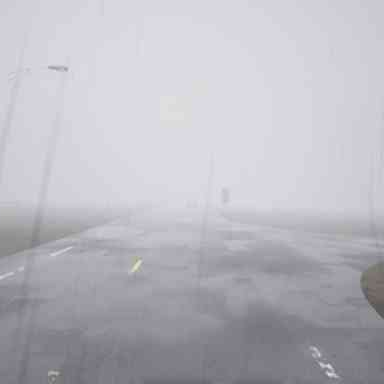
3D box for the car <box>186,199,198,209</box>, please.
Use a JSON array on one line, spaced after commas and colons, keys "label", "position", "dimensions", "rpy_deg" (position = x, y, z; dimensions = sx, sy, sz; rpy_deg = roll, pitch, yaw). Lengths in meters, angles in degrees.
[{"label": "car", "position": [0.001, 2.169, 56.927], "dimensions": [2.128, 1.511, 4.902], "rpy_deg": [0, -1, 0]}]
